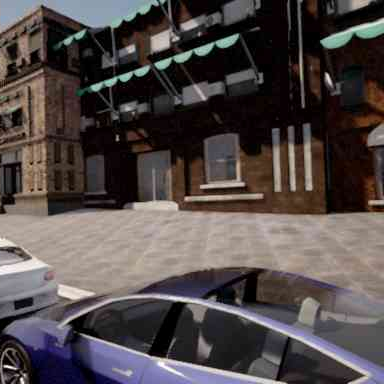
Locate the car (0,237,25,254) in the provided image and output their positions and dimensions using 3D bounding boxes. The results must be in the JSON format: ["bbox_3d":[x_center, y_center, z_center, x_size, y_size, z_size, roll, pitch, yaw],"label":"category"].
[{"bbox_3d":[-4.489,1.589,6.518,4.674,1.452,2.002,-1,0,36],"label":"car"}]

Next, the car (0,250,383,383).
[{"bbox_3d":[0.001,1.527,3.314,4.792,1.488,2.163,-1,0,35],"label":"car"}]
